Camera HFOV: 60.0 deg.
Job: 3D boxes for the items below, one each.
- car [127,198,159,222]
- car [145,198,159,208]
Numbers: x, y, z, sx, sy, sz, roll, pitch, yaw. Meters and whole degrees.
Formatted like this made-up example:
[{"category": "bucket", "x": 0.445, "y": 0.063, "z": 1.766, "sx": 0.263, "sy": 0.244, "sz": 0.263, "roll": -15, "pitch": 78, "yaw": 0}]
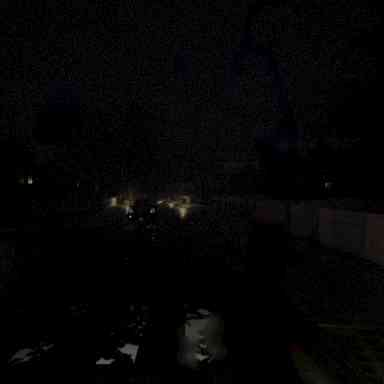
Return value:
[{"category": "car", "x": -3.767, "y": 1.366, "z": 26.201, "sx": 2.097, "sy": 1.767, "sz": 4.553, "roll": 0, "pitch": 0, "yaw": -3}, {"category": "car", "x": -6.277, "y": 1.641, "z": 51.607, "sx": 2.033, "sy": 1.411, "sz": 5.357, "roll": 0, "pitch": 0, "yaw": -7}]
